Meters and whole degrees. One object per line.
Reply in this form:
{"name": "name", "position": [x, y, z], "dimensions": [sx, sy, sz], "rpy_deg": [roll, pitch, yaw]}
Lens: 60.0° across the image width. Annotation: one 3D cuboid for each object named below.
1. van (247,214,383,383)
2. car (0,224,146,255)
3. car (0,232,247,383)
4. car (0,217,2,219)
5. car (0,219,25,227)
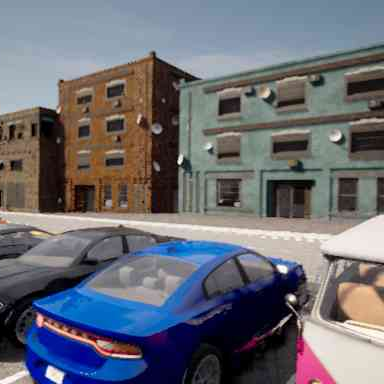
{"name": "van", "position": [2.406, 1.254, 3.286], "dimensions": [1.878, 1.987, 4.442], "rpy_deg": [0, 0, 36]}
{"name": "car", "position": [-2.054, 1.476, 6.619], "dimensions": [2.097, 1.535, 5.008], "rpy_deg": [0, 0, 36]}
{"name": "car", "position": [0.206, 1.478, 4.994], "dimensions": [2.097, 1.535, 5.008], "rpy_deg": [0, 0, 36]}
{"name": "car", "position": [-6.480, 1.467, 10.000], "dimensions": [1.946, 1.575, 5.366], "rpy_deg": [0, 0, 36]}
{"name": "car", "position": [-4.324, 1.514, 8.230], "dimensions": [2.002, 1.452, 4.674], "rpy_deg": [0, 0, 36]}
